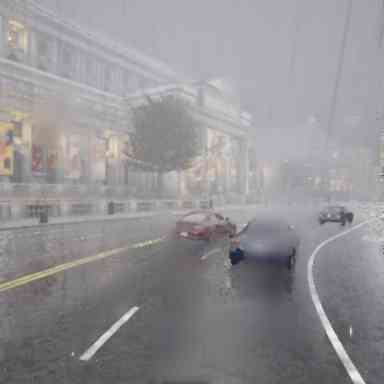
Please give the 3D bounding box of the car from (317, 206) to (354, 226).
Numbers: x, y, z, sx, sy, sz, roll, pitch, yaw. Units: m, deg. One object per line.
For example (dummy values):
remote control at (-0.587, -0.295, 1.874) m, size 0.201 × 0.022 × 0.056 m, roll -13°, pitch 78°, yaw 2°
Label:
car at (11.324, 1.814, 26.113) m, size 2.033 × 1.411 × 5.357 m, roll 1°, pitch 0°, yaw 35°

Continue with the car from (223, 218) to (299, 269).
car at (2.685, 1.652, 11.801) m, size 1.994 × 1.385 × 4.181 m, roll 1°, pitch 0°, yaw 21°

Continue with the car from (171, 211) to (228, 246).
car at (0.655, 1.604, 15.791) m, size 1.812 × 1.442 × 4.674 m, roll 0°, pitch 0°, yaw 25°
